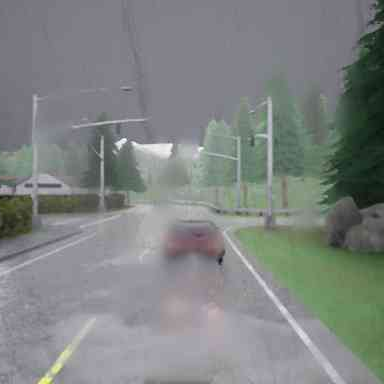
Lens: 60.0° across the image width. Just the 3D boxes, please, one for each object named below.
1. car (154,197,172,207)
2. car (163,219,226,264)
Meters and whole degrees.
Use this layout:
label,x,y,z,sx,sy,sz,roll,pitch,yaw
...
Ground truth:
label,x,y,z,sx,sy,sz,roll,pitch,yaw
car,-4.895,1.633,55.908,2.128,1.511,4.902,0,0,-24
car,0.075,1.631,11.977,1.895,1.301,4.718,0,0,0
